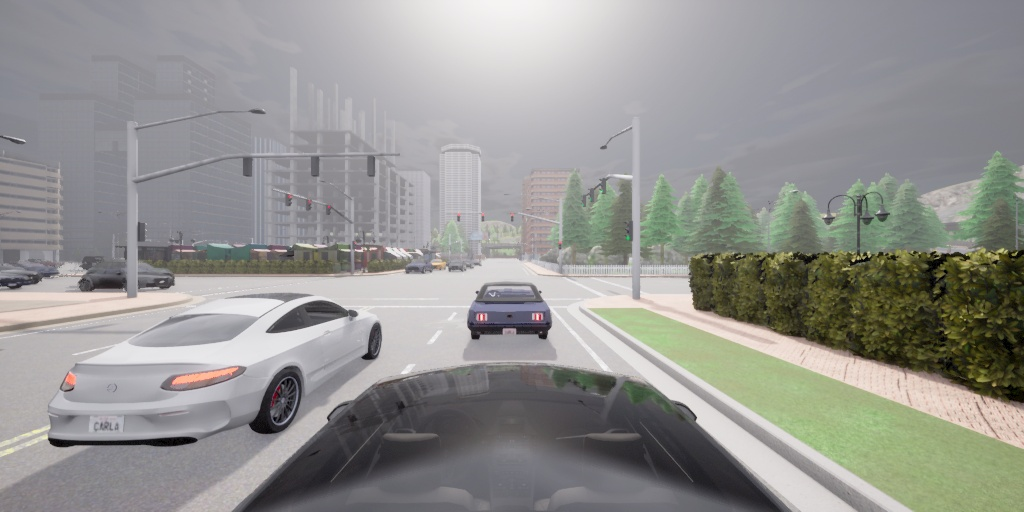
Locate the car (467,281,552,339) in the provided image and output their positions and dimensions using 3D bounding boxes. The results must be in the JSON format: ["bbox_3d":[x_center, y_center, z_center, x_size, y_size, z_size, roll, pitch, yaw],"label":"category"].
[{"bbox_3d":[-0.092,1.351,9.984,1.895,1.301,4.718,0,0,-1],"label":"car"}]

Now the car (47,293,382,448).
[{"bbox_3d":[-3.507,1.276,5.376,1.812,1.442,4.674,0,0,-1],"label":"car"}]

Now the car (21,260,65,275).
[{"bbox_3d":[-43.995,1.297,32.038,5.357,1.411,2.033,0,0,2],"label":"car"}]

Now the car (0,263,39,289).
[{"bbox_3d":[-31.813,1.298,21.009,5.357,1.411,2.033,0,0,1],"label":"car"}]

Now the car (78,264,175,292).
[{"bbox_3d":[-22.207,1.314,20.760,4.181,1.385,1.994,0,0,2],"label":"car"}]

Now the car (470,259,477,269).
[{"bbox_3d":[-7.070,1.254,56.022,1.837,1.490,4.892,0,0,0],"label":"car"}]

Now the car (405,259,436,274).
[{"bbox_3d":[-10.727,1.102,41.572,2.097,1.767,4.553,0,0,3],"label":"car"}]

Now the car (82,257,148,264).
[{"bbox_3d":[-25.803,1.101,24.352,4.553,1.767,2.097,0,0,2],"label":"car"}]

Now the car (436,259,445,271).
[{"bbox_3d":[-10.582,1.228,50.536,1.882,1.535,5.008,0,0,0],"label":"car"}]

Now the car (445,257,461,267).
[{"bbox_3d":[-10.523,1.101,64.424,2.097,1.767,4.553,0,0,1],"label":"car"}]

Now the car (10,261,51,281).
[{"bbox_3d":[-35.354,1.255,24.608,4.892,1.490,1.837,0,0,2],"label":"car"}]

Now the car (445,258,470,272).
[{"bbox_3d":[-7.090,1.255,46.914,1.837,1.490,4.892,0,0,0],"label":"car"}]
